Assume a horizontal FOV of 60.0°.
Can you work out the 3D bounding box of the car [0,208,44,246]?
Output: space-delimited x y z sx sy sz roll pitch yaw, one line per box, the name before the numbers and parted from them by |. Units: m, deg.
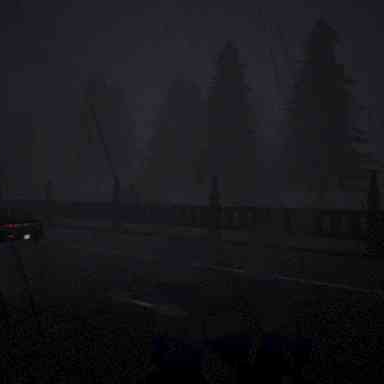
car | -8.010 1.400 13.424 4.902 1.511 2.128 0 0 34
